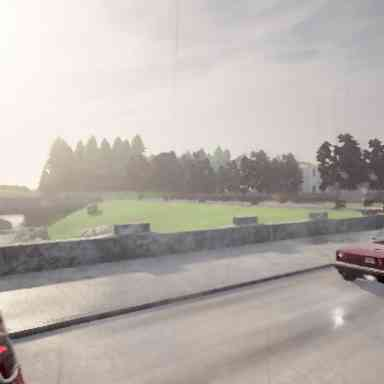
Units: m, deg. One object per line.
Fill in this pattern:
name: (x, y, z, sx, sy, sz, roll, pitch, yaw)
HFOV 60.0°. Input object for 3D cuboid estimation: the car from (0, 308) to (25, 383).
car: (-3.589, 1.350, 2.036, 4.553, 1.767, 2.097, 0, 0, -35)

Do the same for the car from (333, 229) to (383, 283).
car: (5.771, 1.609, 8.699, 4.718, 1.301, 1.895, 0, 0, -35)
